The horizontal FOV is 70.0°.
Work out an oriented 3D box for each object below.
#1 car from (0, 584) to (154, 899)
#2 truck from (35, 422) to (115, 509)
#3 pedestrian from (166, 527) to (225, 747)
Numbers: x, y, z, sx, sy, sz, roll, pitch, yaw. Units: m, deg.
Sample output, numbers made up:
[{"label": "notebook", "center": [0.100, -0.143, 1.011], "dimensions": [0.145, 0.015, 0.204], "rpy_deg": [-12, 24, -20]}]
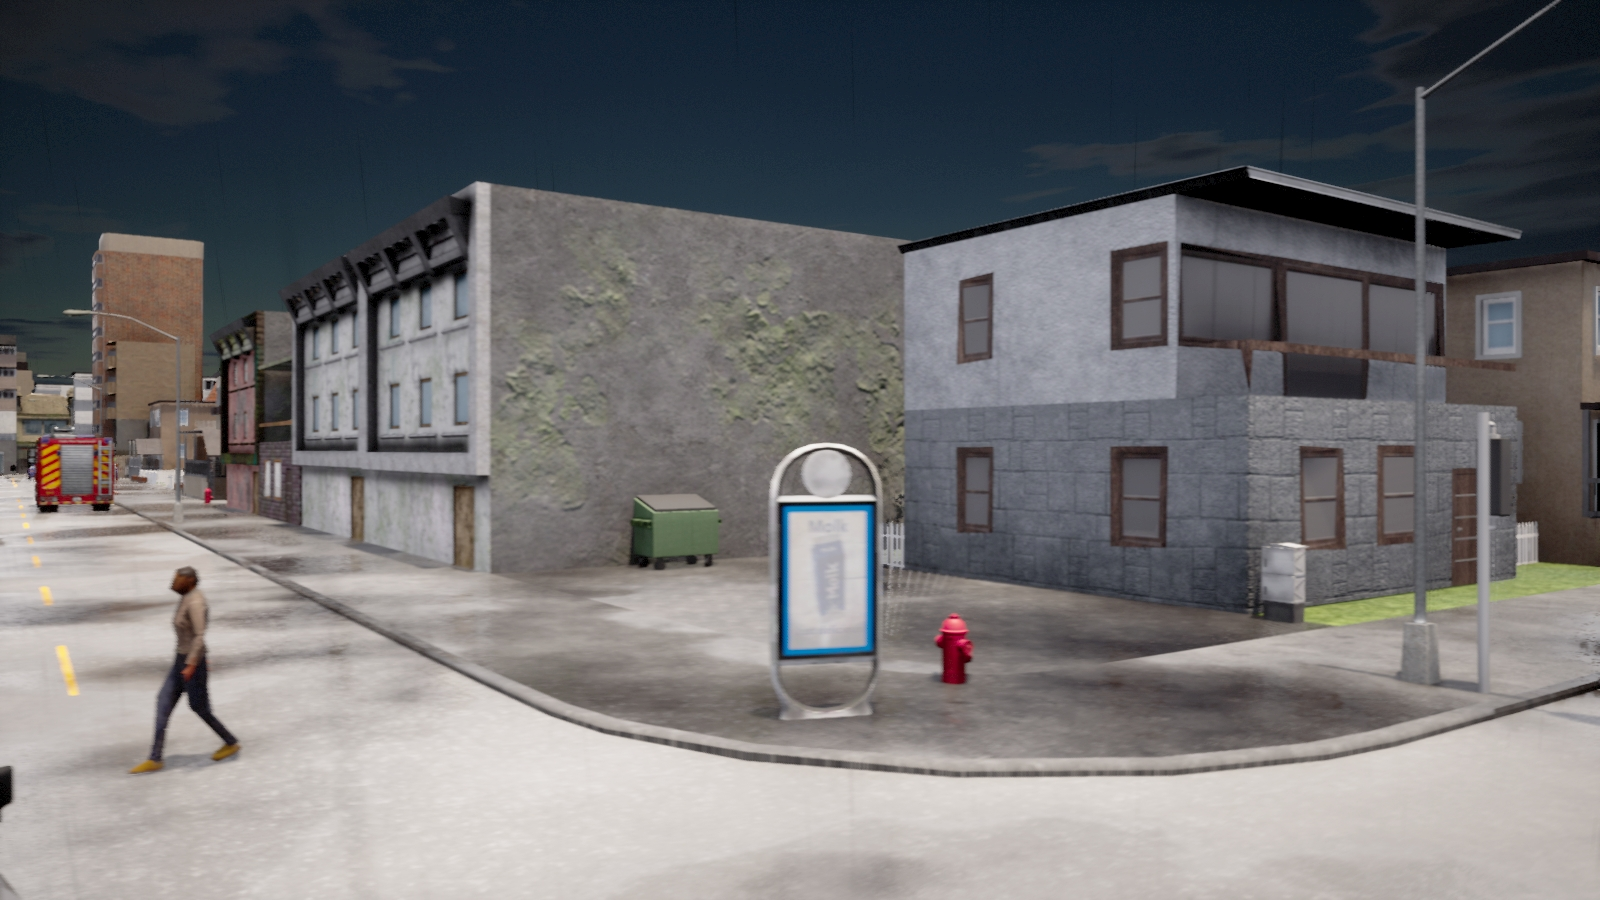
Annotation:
[{"label": "car", "center": [-4.299, 1.637, 4.727], "dimensions": [1.905, 1.878, 3.866], "rpy_deg": [0, 0, -44]}, {"label": "truck", "center": [-34.497, 0.671, 54.209], "dimensions": [2.891, 3.827, 8.468], "rpy_deg": [0, 0, -35]}, {"label": "pedestrian", "center": [-5.341, 1.628, 10.095], "dimensions": [0.375, 1.860, 0.375], "rpy_deg": [0, 0, -42]}]
